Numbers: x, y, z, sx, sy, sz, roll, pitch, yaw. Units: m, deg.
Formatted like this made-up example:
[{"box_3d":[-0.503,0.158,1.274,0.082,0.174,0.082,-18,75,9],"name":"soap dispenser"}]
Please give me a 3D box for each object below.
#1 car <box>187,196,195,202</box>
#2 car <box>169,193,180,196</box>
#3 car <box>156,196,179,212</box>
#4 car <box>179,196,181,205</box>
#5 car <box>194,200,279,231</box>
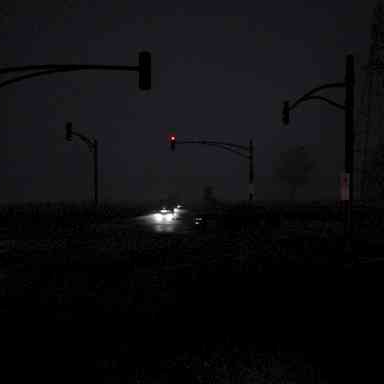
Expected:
[{"box_3d":[-0.332,1.596,78.375,1.895,1.301,4.718,0,0,0],"name":"car"},{"box_3d":[-3.060,1.218,57.828,2.150,2.045,5.566,0,0,0],"name":"car"},{"box_3d":[-2.961,1.486,37.661,2.128,1.511,4.902,0,0,-1],"name":"car"},{"box_3d":[-3.013,1.596,47.477,1.895,1.301,4.718,0,0,0],"name":"car"},{"box_3d":[2.575,1.410,19.458,4.892,1.490,1.837,-1,1,0],"name":"car"}]
